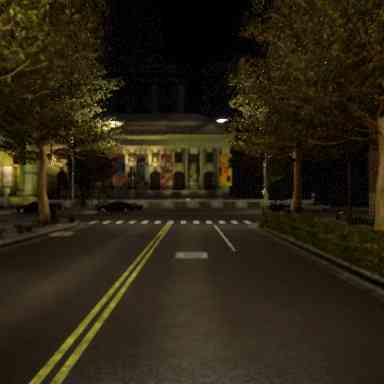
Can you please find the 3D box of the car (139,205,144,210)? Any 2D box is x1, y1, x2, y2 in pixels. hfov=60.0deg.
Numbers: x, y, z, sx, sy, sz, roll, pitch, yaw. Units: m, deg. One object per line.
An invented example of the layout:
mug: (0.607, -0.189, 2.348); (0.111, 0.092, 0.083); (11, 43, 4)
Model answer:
car: (-9.151, 2.060, 46.118); (4.718, 1.301, 1.895); (0, -1, 0)

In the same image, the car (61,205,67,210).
car: (-20.051, 2.062, 46.167); (4.718, 1.301, 1.895); (0, -1, 0)

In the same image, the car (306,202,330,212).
car: (16.387, 2.055, 45.981); (4.718, 1.301, 1.895); (0, -1, 1)

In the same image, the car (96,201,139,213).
car: (-9.721, 1.931, 42.625); (4.892, 1.490, 1.837); (0, -1, 0)

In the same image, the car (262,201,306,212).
car: (11.403, 1.912, 42.520); (4.902, 1.511, 2.128); (0, -1, 1)

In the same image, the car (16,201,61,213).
car: (-19.914, 1.931, 42.667); (4.892, 1.490, 1.837); (0, -1, 0)
